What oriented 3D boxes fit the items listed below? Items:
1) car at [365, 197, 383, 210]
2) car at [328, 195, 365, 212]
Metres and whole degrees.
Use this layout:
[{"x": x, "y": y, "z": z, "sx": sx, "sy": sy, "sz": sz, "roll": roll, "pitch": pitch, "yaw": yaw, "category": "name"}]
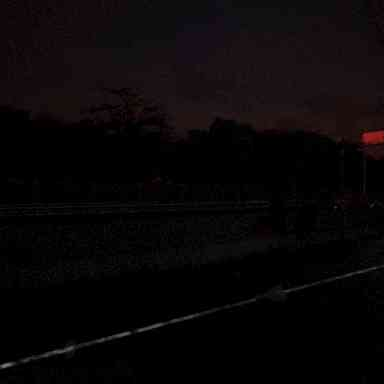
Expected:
[{"x": 21.458, "y": 1.489, "z": 36.493, "sx": 4.553, "sy": 1.767, "sz": 2.097, "roll": 1, "pitch": 0, "yaw": -35, "category": "car"}, {"x": 18.125, "y": 1.344, "z": 38.418, "sx": 5.566, "sy": 2.045, "sz": 2.150, "roll": 0, "pitch": 0, "yaw": -35, "category": "car"}]
